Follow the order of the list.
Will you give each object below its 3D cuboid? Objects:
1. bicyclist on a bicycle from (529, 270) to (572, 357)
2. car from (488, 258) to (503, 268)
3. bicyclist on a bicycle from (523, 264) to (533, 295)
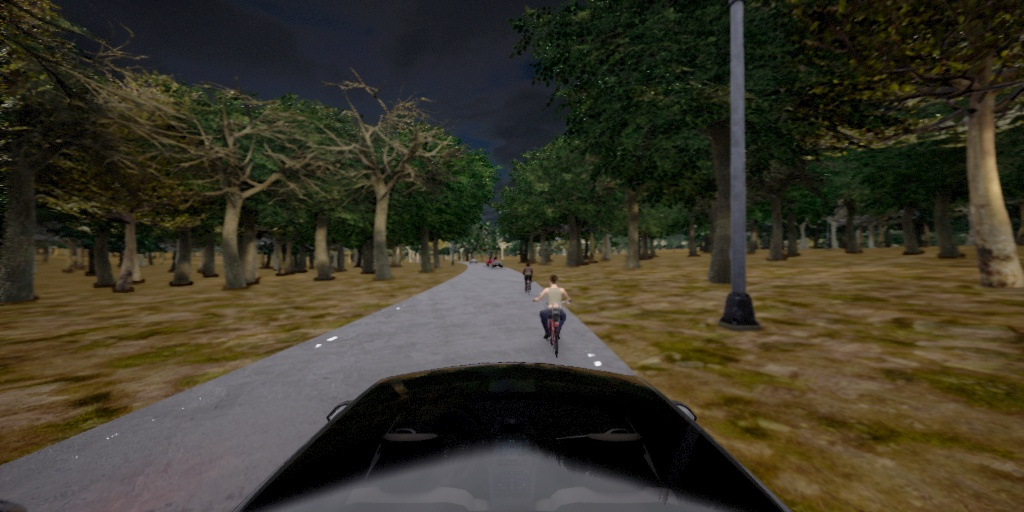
[{"bbox_3d":[0.870,1.188,7.561,0.866,1.612,1.509,0,0,1],"label":"bicyclist on a bicycle"},{"bbox_3d":[-2.671,1.467,63.118,1.895,1.301,4.718,0,0,-6],"label":"car"},{"bbox_3d":[0.831,1.220,18.401,0.582,1.620,1.656,0,0,-1],"label":"bicyclist on a bicycle"}]
